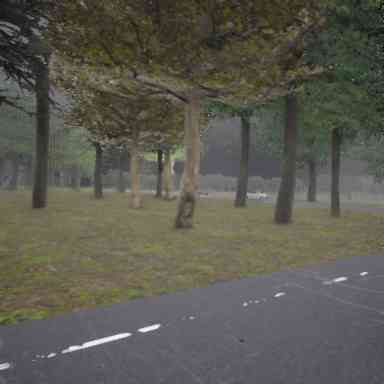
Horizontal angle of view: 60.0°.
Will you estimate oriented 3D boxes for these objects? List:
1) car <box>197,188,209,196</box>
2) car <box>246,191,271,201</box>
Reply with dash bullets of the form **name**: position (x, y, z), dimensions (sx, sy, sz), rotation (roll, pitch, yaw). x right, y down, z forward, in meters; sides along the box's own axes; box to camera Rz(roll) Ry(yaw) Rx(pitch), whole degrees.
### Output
- **car**: position (1.438, 0.020, 63.344), dimensions (1.994, 1.385, 4.181), rotation (1, 1, -32)
- **car**: position (9.816, 0.550, 49.884), dimensions (1.812, 1.442, 4.674), rotation (1, 2, -32)
